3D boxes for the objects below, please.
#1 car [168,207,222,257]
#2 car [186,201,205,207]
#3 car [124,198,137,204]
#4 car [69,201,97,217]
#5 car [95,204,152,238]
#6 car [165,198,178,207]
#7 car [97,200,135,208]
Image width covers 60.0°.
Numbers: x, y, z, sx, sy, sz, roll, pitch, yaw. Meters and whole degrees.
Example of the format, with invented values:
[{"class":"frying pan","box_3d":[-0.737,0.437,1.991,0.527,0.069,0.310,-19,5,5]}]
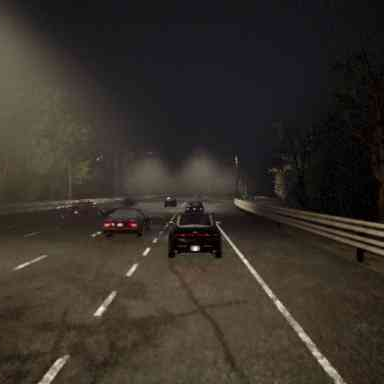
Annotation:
[{"class":"car","box_3d":[0.108,1.549,13.045,1.837,1.490,4.892,0,0,0]},{"class":"car","box_3d":[0.363,1.659,33.980,2.033,1.411,5.357,0,0,3]},{"class":"car","box_3d":[-10.369,1.662,55.664,1.882,1.535,5.008,0,0,0]},{"class":"car","box_3d":[-10.380,1.633,32.104,1.812,1.442,4.674,0,0,0]},{"class":"car","box_3d":[-3.389,1.608,18.159,2.033,1.411,5.357,0,0,0]},{"class":"car","box_3d":[-3.370,1.669,53.698,2.128,1.511,4.902,0,0,0]},{"class":"car","box_3d":[-6.883,1.703,30.539,1.895,1.301,4.718,0,0,0]}]
